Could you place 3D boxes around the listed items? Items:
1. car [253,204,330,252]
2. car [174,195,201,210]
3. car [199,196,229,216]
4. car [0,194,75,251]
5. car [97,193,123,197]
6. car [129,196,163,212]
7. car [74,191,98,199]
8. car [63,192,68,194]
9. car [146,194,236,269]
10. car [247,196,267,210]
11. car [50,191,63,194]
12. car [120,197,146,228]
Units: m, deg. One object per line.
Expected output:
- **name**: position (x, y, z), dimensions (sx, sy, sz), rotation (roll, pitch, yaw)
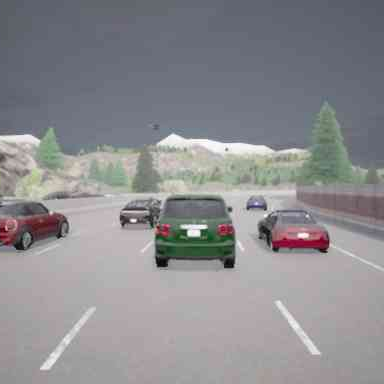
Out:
- **car**: position (3.785, 1.368, 12.996), dimensions (1.994, 1.385, 4.181), rotation (0, 1, 3)
- **car**: position (-0.387, 1.040, 34.468), dimensions (1.994, 1.385, 4.181), rotation (0, 1, 12)
- **car**: position (1.987, 1.117, 28.455), dimensions (2.033, 1.411, 5.357), rotation (0, 1, 10)
- **car**: position (-6.708, 1.145, 13.231), dimensions (2.097, 1.767, 4.553), rotation (0, 1, 3)
- **car**: position (-11.424, 0.854, 48.795), dimensions (1.895, 1.301, 4.718), rotation (0, 1, 17)
- **car**: position (-4.388, 1.105, 32.483), dimensions (1.895, 1.301, 4.718), rotation (0, 1, 11)
- **car**: position (-14.923, 0.845, 49.282), dimensions (1.895, 1.301, 4.718), rotation (0, 1, 17)
- **car**: position (-17.527, 0.669, 52.667), dimensions (1.882, 1.535, 5.008), rotation (0, 1, 17)
- **car**: position (0.162, 1.056, 10.719), dimensions (2.150, 2.045, 5.566), rotation (0, 1, 3)
- **car**: position (6.610, 1.055, 33.764), dimensions (1.994, 1.385, 4.181), rotation (0, 1, 12)
- **car**: position (-21.279, 0.696, 52.397), dimensions (1.837, 1.490, 4.892), rotation (0, 1, 17)
- **car**: position (-2.735, 1.196, 19.295), dimensions (2.128, 1.511, 4.902), rotation (0, 1, 5)
